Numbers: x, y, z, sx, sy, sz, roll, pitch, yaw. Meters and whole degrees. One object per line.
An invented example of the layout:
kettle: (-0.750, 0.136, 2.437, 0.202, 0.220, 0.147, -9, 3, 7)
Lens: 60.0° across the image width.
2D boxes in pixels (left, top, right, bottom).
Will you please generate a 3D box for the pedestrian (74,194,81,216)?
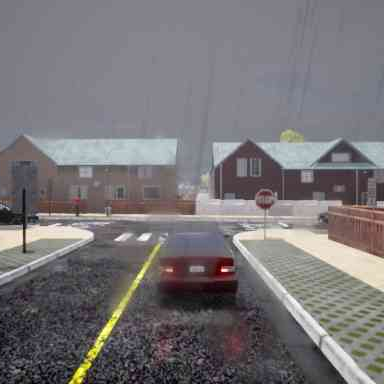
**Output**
pedestrian: (-9.378, 1.053, 27.144, 0.375, 1.860, 0.375, 0, 0, 1)

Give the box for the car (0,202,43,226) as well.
car: (-12.139, 1.385, 21.342, 4.902, 1.511, 2.128, 0, 0, 1)

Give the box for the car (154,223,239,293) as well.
car: (0.094, 1.547, 8.970, 2.033, 1.411, 5.357, 0, 0, 0)

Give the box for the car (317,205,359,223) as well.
car: (11.862, 1.674, 23.750, 5.357, 1.411, 2.033, 1, 0, 1)
